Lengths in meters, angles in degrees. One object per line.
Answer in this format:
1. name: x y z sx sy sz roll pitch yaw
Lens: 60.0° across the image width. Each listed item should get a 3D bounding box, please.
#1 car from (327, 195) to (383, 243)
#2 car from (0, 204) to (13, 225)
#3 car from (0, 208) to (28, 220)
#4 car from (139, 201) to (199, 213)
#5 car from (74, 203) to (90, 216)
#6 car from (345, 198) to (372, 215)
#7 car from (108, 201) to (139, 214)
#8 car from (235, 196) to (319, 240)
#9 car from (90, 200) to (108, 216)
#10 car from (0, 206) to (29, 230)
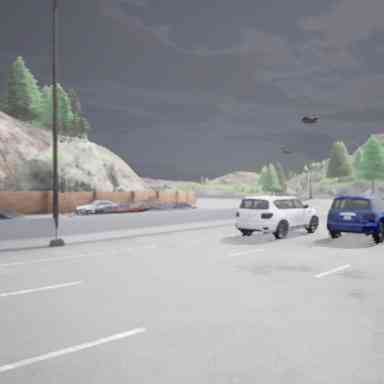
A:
1. car: 8.480 1.180 16.254 2.150 2.045 5.566 0 0 42
2. car: -15.045 1.648 23.220 4.181 1.385 1.994 0 0 -37
3. car: -11.137 1.664 17.415 4.718 1.301 1.895 0 0 -34
4. car: -1.466 1.522 26.104 1.837 1.490 4.892 0 0 43
5. car: -9.321 1.580 33.082 1.812 1.442 4.674 0 0 44
6. car: 17.048 1.406 33.989 2.128 1.511 4.902 0 0 30
7. car: -4.243 1.505 28.274 1.882 1.535 5.008 0 0 44
8. car: 4.510 1.203 17.190 2.150 2.045 5.566 0 0 45
9. car: -6.368 1.585 31.085 2.033 1.411 5.357 0 0 43
10. car: -12.646 1.635 20.645 4.181 1.385 1.994 0 0 -37
